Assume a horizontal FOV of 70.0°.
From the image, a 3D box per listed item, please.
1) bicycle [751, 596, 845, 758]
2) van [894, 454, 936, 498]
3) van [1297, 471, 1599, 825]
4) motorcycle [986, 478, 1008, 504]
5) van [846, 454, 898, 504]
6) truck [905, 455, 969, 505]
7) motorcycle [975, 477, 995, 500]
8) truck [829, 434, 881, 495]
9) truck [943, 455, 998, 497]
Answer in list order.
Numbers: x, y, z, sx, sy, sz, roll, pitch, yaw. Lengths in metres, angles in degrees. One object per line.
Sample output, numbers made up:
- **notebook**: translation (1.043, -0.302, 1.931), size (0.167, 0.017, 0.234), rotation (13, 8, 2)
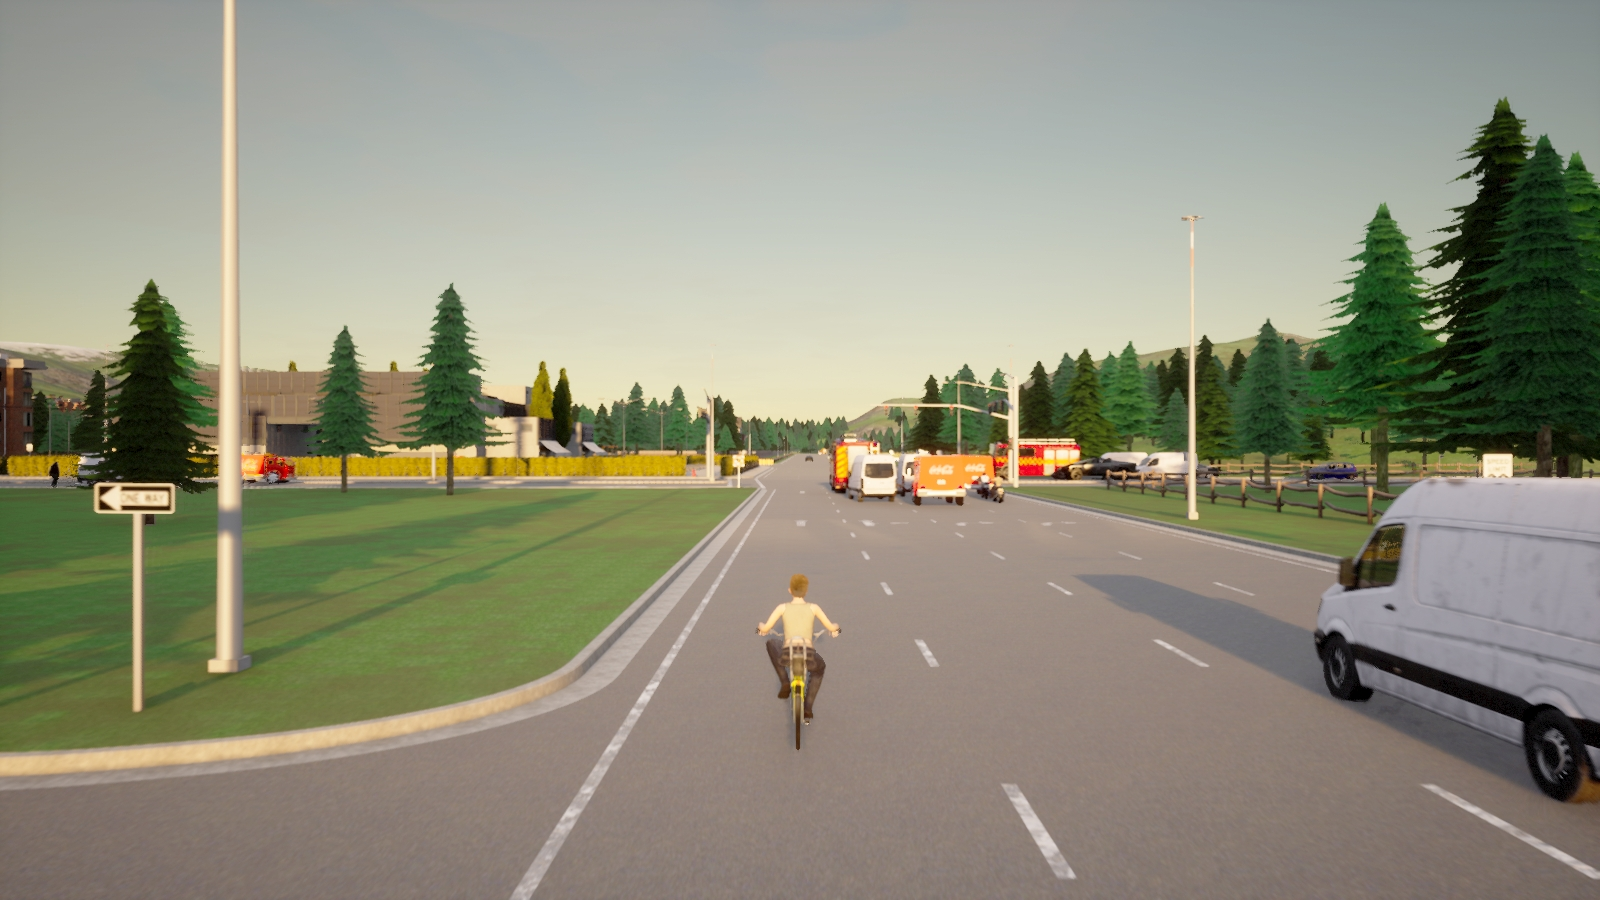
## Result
- **bicycle**: translation (-0.015, 2.157, 11.115), size (0.859, 1.276, 1.487), rotation (0, 0, 0)
- **van**: translation (7.002, 1.530, 70.124), size (1.988, 2.561, 5.915), rotation (0, 0, 0)
- **van**: translation (7.004, 1.534, 10.872), size (1.988, 2.561, 5.915), rotation (0, 0, 0)
- **motorcycle**: translation (10.500, 2.151, 60.839), size (0.764, 1.307, 2.356), rotation (0, 0, 0)
- **van**: translation (3.929, 1.531, 63.002), size (1.988, 2.561, 5.915), rotation (0, 0, -5)
- **truck**: translation (6.998, 1.544, 58.954), size (2.627, 2.467, 5.204), rotation (0, -1, 0)
- **motorcycle**: translation (10.498, 2.183, 65.034), size (0.803, 1.199, 2.033), rotation (0, 0, 0)
- **truck**: translation (3.557, 0.886, 75.479), size (2.891, 3.827, 8.468), rotation (0, 0, -1)
- **truck**: translation (10.486, 1.564, 70.770), size (2.627, 2.467, 5.204), rotation (0, 0, 0)
